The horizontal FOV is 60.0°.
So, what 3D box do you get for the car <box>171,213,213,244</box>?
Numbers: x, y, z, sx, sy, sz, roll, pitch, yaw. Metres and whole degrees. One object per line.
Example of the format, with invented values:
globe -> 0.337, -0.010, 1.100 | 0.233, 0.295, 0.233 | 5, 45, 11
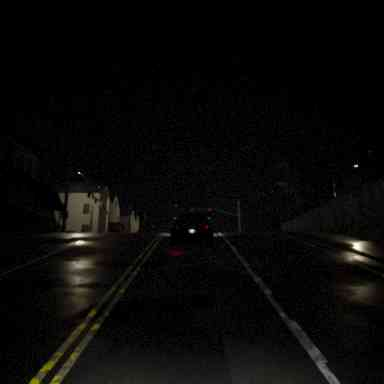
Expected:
car -> 0.003, 1.724, 16.475 | 1.994, 1.385, 4.181 | 0, -2, 0
